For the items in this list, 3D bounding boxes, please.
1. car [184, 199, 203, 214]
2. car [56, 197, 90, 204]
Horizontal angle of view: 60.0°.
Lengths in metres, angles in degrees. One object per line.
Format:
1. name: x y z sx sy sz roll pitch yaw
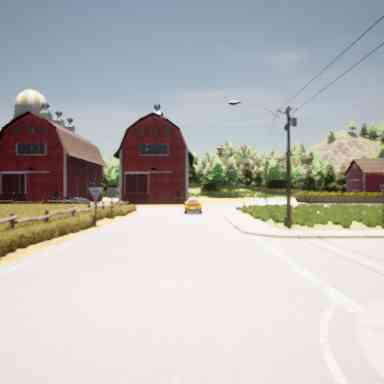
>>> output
1. car: 0.151 1.495 35.821 1.882 1.535 5.008 0 0 1
2. car: -17.682 1.516 49.294 4.902 1.511 2.128 0 0 -1
